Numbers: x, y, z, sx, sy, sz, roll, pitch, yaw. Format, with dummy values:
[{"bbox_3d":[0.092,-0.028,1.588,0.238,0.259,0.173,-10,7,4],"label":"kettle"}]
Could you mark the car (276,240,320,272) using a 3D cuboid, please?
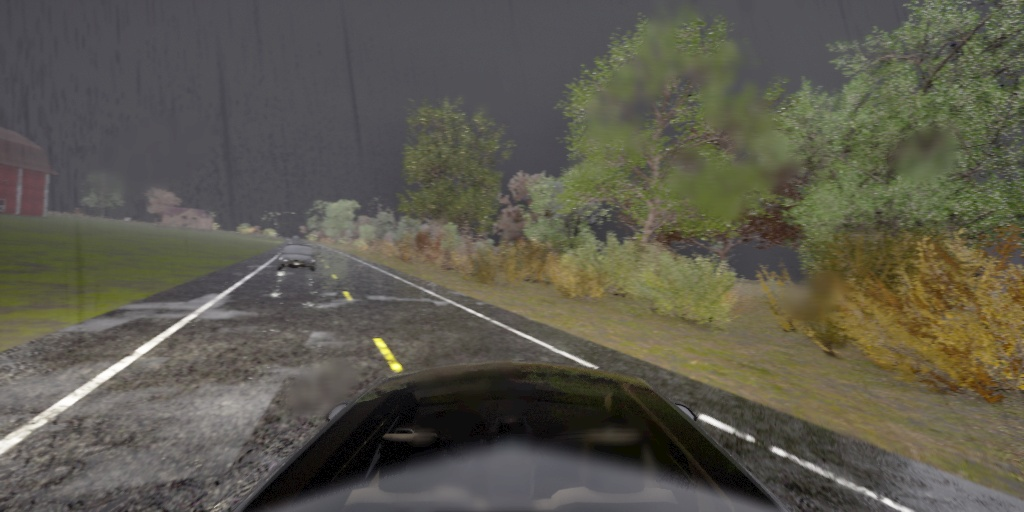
[{"bbox_3d":[-12.708,0.050,21.327,1.837,1.490,4.892,5,1,-30],"label":"car"}]
